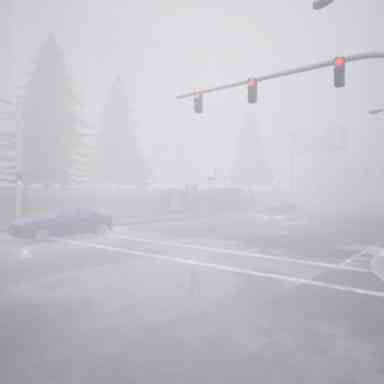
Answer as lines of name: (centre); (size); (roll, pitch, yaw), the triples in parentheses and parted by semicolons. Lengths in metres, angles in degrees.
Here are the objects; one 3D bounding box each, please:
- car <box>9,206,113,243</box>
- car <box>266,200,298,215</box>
car: (-6.295, 1.484, 16.472); (1.882, 1.535, 5.008); (0, -1, 40)
car: (9.761, 1.587, 35.857); (1.882, 1.535, 5.008); (0, 0, 40)
